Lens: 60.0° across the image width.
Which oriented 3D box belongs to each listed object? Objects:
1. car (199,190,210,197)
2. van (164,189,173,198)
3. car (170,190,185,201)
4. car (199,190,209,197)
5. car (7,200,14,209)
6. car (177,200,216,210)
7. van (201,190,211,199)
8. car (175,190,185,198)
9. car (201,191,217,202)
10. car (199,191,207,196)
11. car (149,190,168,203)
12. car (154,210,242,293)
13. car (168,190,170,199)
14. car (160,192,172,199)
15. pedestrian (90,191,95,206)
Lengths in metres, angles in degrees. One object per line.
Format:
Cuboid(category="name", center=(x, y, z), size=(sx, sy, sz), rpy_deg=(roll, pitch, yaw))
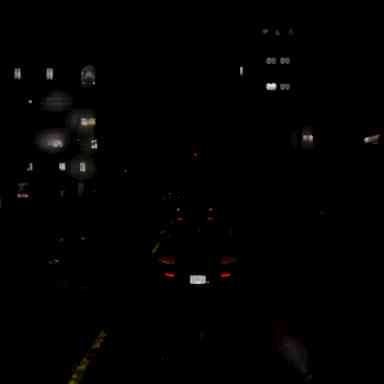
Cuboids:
Cuboid(category="car", center=(2.723, 0.761, 60.686), size=(1.802, 1.307, 4.206), rpy_deg=(0, 1, 0))
Cuboid(category="van", center=(-5.129, 0.365, 71.805), size=(1.690, 1.788, 3.998), rpy_deg=(0, 1, 0))
Cuboid(category="car", center=(-2.674, 0.753, 55.707), size=(1.837, 1.490, 4.892), rpy_deg=(0, 1, 1))
Cuboid(category="car", center=(2.766, 0.387, 77.338), size=(1.967, 1.590, 4.097), rpy_deg=(0, 1, 0))
Cuboid(category="car", center=(-22.366, 1.347, 37.532), size=(4.206, 1.307, 1.802), rpy_deg=(-1, 1, 1))
Cuboid(category="car", center=(0.137, 1.332, 17.309), size=(1.994, 1.385, 4.181), rpy_deg=(0, 1, 0))
Cuboid(category="van", center=(2.738, 0.443, 66.234), size=(1.690, 1.788, 3.998), rpy_deg=(0, 1, 0))
Cuboid(category="car", center=(-2.567, 0.384, 71.463), size=(2.097, 1.767, 4.553), rpy_deg=(0, 1, 0))
Cuboid(category="car", center=(2.694, 0.898, 49.582), size=(1.947, 1.339, 4.313), rpy_deg=(0, 1, 0))
Cuboid(category="car", center=(2.794, 0.342, 88.443), size=(2.008, 1.369, 4.403), rpy_deg=(0, 1, 0))
Cuboid(category="car", center=(-5.186, 0.647, 49.599), size=(2.192, 1.841, 5.009), rpy_deg=(0, 1, 0))
Cuboid(category="car", center=(0.123, 1.413, 8.413), size=(1.812, 1.442, 4.674), rpy_deg=(0, 1, 0))
Cuboid(category="car", center=(-5.172, 0.800, 55.154), size=(1.887, 1.381, 4.507), rpy_deg=(0, 1, 0))
Cuboid(category="car", center=(-5.143, 0.646, 66.257), size=(1.887, 1.381, 4.507), rpy_deg=(0, 1, 0))
Cuboid(category="pedestrian", center=(-12.048, 0.746, 40.368), size=(0.375, 1.860, 0.375), rpy_deg=(0, 1, 1))
